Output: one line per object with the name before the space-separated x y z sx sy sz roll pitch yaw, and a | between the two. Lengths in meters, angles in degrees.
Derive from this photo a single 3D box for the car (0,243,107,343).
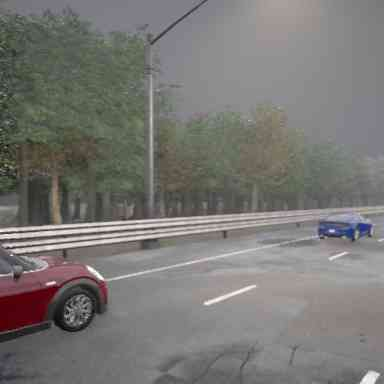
car | -3.659 1.519 5.373 2.097 1.767 4.553 -2 -2 42

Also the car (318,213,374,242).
car | 8.996 1.932 19.275 1.882 1.535 5.008 -2 -2 42
